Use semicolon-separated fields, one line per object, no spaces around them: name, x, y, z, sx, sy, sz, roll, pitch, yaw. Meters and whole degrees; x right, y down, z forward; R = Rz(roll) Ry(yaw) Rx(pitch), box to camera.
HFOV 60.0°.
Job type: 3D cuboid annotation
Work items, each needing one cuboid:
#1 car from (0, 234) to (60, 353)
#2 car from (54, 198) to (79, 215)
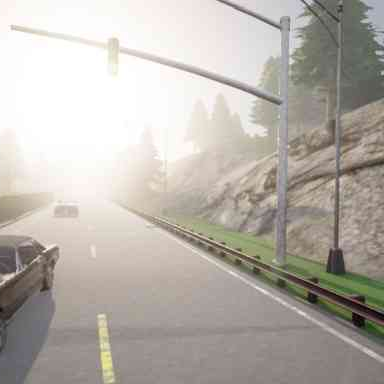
car;-3.691;1.489;5.645;1.895;1.301;4.718;1;1;-10
car;-10.767;1.208;28.740;1.895;1.301;4.718;1;0;-18
